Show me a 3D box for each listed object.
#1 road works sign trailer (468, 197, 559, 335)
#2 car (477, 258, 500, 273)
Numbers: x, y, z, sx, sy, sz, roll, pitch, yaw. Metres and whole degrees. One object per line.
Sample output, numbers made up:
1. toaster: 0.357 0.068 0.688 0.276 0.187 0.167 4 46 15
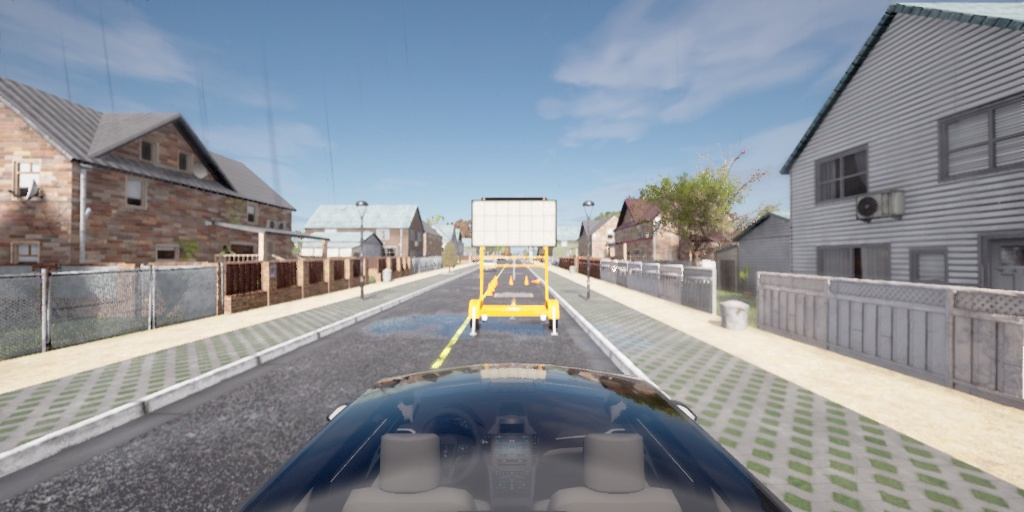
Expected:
1. road works sign trailer: 0.061 0.146 10.243 2.380 3.560 2.880 0 0 1
2. car: -2.653 1.020 39.192 1.812 1.442 4.674 0 0 0
